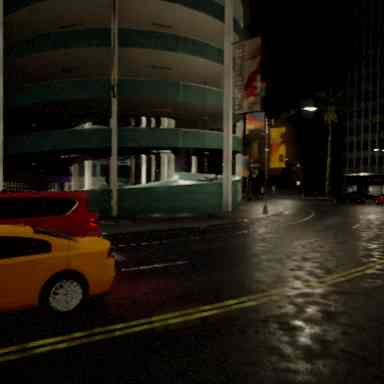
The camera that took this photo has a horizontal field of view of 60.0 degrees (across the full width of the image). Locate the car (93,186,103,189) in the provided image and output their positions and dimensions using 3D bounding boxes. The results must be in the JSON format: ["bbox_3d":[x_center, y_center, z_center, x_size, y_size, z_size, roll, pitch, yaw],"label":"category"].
[{"bbox_3d":[-17.880,-0.165,61.444,2.435,2.045,5.566,0,1,-31],"label":"car"}]

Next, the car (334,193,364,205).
[{"bbox_3d":[20.844,0.889,44.423,1.882,1.535,5.008,1,1,-5],"label":"car"}]

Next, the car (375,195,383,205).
[{"bbox_3d":[24.518,0.854,40.849,2.097,1.767,4.553,0,1,0],"label":"car"}]

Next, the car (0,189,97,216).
[{"bbox_3d":[-5.306,1.020,8.921,5.566,2.045,2.150,0,1,-31],"label":"car"}]

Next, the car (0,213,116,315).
[{"bbox_3d":[-3.877,1.342,5.764,5.008,1.535,1.882,0,1,-32],"label":"car"}]
